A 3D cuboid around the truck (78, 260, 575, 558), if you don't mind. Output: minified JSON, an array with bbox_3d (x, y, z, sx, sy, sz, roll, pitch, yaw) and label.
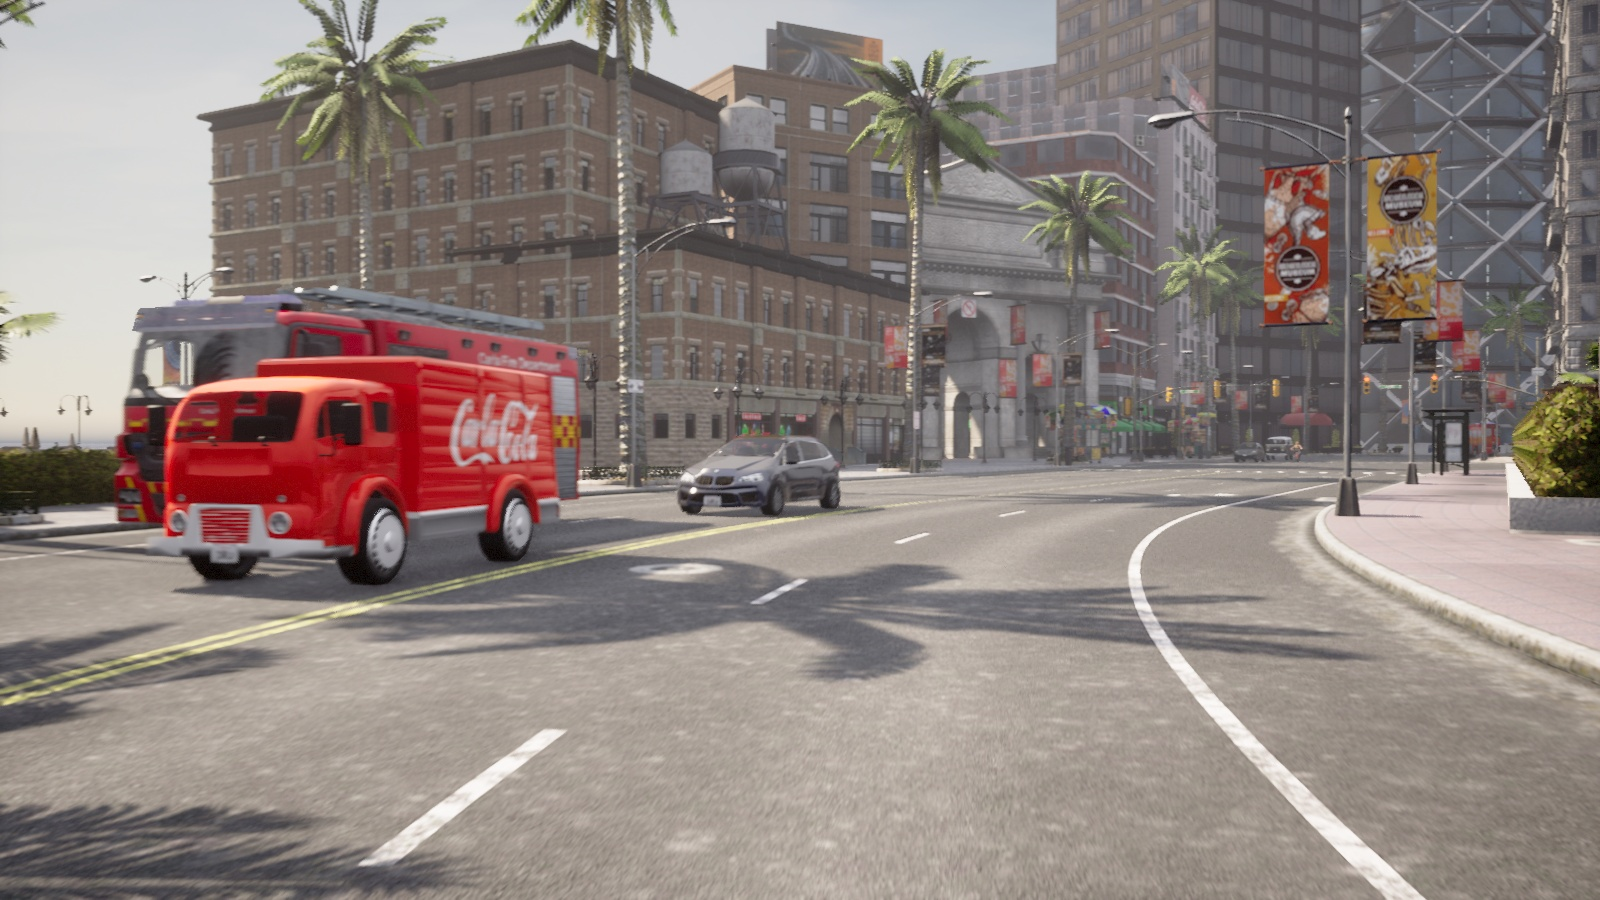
[{"bbox_3d":[-7.073,-0.546,20.603,2.891,3.827,8.468,0,0,19],"label":"truck"}]

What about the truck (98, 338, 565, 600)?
[{"bbox_3d":[-5.058,0.169,14.668,2.627,2.467,5.204,0,0,14],"label":"truck"}]

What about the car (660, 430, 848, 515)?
[{"bbox_3d":[-0.880,0.436,27.226,2.242,1.667,4.611,0,0,25],"label":"car"}]
